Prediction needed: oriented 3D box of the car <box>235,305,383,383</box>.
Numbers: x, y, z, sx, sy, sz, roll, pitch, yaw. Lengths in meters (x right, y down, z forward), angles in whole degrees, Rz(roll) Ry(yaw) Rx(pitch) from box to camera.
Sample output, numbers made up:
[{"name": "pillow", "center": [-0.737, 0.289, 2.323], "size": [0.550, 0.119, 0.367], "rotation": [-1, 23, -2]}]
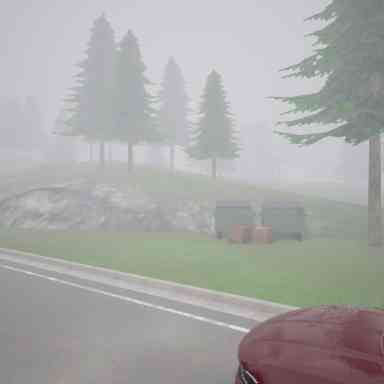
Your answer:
[{"name": "car", "center": [2.664, 1.478, 2.093], "size": [5.008, 1.535, 1.882], "rotation": [0, 0, 36]}]
